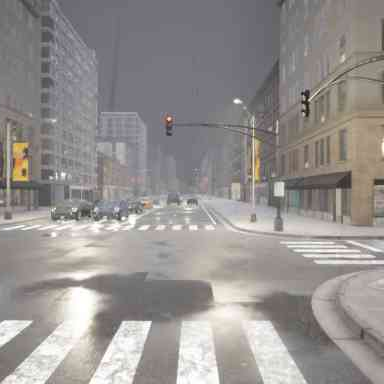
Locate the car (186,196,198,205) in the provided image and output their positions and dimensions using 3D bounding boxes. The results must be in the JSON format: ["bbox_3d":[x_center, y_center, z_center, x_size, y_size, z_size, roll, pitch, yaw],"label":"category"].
[{"bbox_3d":[0.051,1.502,57.920,1.837,1.490,4.892,0,0,0],"label":"car"}]

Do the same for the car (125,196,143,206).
[{"bbox_3d":[-9.760,1.489,56.663,2.128,1.511,4.902,0,0,1],"label":"car"}]

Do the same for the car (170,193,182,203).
[{"bbox_3d":[-3.190,1.215,68.372,2.150,2.045,5.566,0,0,0],"label":"car"}]

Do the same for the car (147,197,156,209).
[{"bbox_3d":[-6.540,1.479,45.786,1.882,1.535,5.008,0,0,0],"label":"car"}]

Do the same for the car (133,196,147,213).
[{"bbox_3d":[-6.551,1.494,36.282,2.128,1.511,4.902,0,0,0],"label":"car"}]

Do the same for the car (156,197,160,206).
[{"bbox_3d":[-6.517,1.524,55.638,1.812,1.442,4.674,0,0,1],"label":"car"}]

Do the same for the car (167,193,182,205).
[{"bbox_3d":[-3.199,1.219,57.953,2.150,2.045,5.566,0,0,0],"label":"car"}]

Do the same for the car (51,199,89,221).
[{"bbox_3d":[-9.815,1.355,27.447,2.097,1.767,4.553,0,0,0],"label":"car"}]

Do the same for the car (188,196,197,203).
[{"bbox_3d":[0.060,1.520,68.339,1.812,1.442,4.674,0,0,0],"label":"car"}]

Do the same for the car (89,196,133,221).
[{"bbox_3d":[-6.565,1.355,27.443,2.097,1.767,4.553,0,0,0],"label":"car"}]

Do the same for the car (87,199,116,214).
[{"bbox_3d":[-9.805,1.508,36.419,1.837,1.490,4.892,0,0,0],"label":"car"}]

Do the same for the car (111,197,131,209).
[{"bbox_3d":[-9.792,1.527,46.365,1.812,1.442,4.674,0,0,0],"label":"car"}]
